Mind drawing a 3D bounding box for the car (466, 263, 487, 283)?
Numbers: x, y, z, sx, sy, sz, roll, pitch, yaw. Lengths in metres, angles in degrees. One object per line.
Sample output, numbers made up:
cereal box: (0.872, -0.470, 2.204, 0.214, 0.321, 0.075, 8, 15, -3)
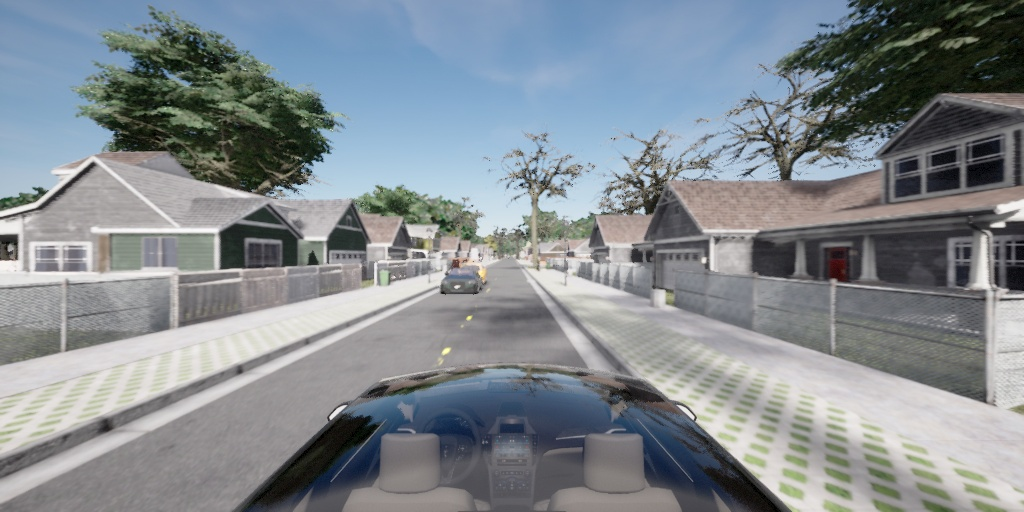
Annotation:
car: (-2.777, 1.234, 24.715, 1.882, 1.535, 5.008, 0, 1, 0)

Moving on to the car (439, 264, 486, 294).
car: (-2.757, 1.355, 20.152, 1.994, 1.385, 4.181, 0, 0, 0)
